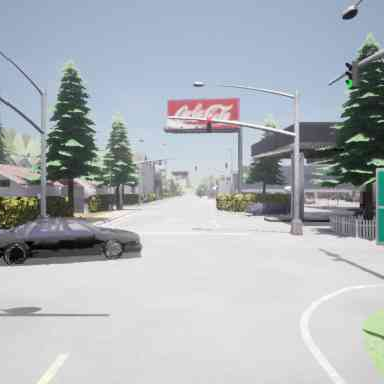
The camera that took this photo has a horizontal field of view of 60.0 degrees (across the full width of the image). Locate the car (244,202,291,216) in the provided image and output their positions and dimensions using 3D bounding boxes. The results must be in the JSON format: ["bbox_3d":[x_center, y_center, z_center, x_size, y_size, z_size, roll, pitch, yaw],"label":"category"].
[{"bbox_3d":[8.189,1.741,34.689,5.357,1.411,2.033,0,0,-17],"label":"car"}]

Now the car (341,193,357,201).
[{"bbox_3d":[34.732,1.489,71.890,2.007,1.523,4.514,0,0,0],"label":"car"}]

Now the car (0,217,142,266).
[{"bbox_3d":[-4.515,1.614,11.668,5.357,1.411,2.033,0,0,-17],"label":"car"}]

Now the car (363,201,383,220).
[{"bbox_3d":[18.621,1.672,30.662,4.611,1.667,2.242,0,0,0],"label":"car"}]

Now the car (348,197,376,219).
[{"bbox_3d":[14.308,1.505,24.982,3.866,1.878,1.905,0,0,0],"label":"car"}]

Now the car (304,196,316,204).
[{"bbox_3d":[22.347,1.552,64.068,1.970,1.475,3.806,0,0,0],"label":"car"}]
